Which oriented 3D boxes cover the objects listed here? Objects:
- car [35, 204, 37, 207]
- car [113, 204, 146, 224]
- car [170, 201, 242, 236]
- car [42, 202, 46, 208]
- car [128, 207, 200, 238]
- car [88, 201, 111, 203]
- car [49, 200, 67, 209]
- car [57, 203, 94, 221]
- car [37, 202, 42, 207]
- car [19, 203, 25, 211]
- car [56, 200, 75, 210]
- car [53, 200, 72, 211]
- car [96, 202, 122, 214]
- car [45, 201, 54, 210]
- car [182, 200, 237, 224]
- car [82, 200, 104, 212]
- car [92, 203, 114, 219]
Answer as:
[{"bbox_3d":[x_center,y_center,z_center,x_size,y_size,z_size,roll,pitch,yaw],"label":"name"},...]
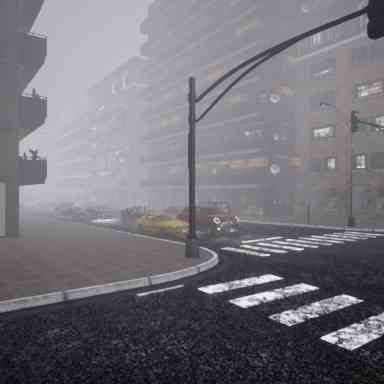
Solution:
[{"bbox_3d":[-38.572,3.168,84.565,1.947,1.339,4.313,-1,0,-36],"label":"car"},{"bbox_3d":[-4.434,1.940,27.972,2.128,1.511,4.902,0,-1,-36],"label":"car"},{"bbox_3d":[0.943,1.633,20.585,2.097,1.767,4.553,0,-1,-36],"label":"car"},{"bbox_3d":[-31.904,2.973,75.409,1.947,1.339,4.313,-1,0,-36],"label":"car"},{"bbox_3d":[-1.817,1.833,19.961,1.752,1.417,4.829,-1,0,-36],"label":"car"},{"bbox_3d":[-11.132,2.272,42.593,2.033,1.411,5.357,0,-1,-36],"label":"car"},{"bbox_3d":[-28.574,2.623,70.833,2.192,1.841,5.009,-1,0,-36],"label":"car"},{"bbox_3d":[-11.925,2.163,33.829,1.887,1.381,4.507,-1,0,-36],"label":"car"},{"bbox_3d":[-35.241,3.049,79.986,1.887,1.381,4.507,-1,0,-36],"label":"car"},{"bbox_3d":[-31.942,2.770,61.290,1.887,1.381,4.507,-1,0,-36],"label":"car"},{"bbox_3d":[-25.238,2.524,66.255,2.192,1.841,5.009,-1,0,-36],"label":"car"},{"bbox_3d":[-16.640,2.173,44.791,2.097,1.767,4.553,0,-1,-36],"label":"car"},{"bbox_3d":[-12.433,2.290,49.555,1.801,1.575,5.366,0,-1,-36],"label":"car"},{"bbox_3d":[-25.282,2.754,62.005,1.895,1.301,4.718,0,-1,-36],"label":"car"},{"bbox_3d":[1.450,1.713,29.643,2.192,1.841,5.009,-1,0,-36],"label":"car"},{"bbox_3d":[-16.458,2.307,55.013,2.097,1.767,4.553,0,-1,-36],"label":"car"},{"bbox_3d":[-10.304,2.192,36.048,1.994,1.385,4.181,0,-1,-36],"label":"car"}]
